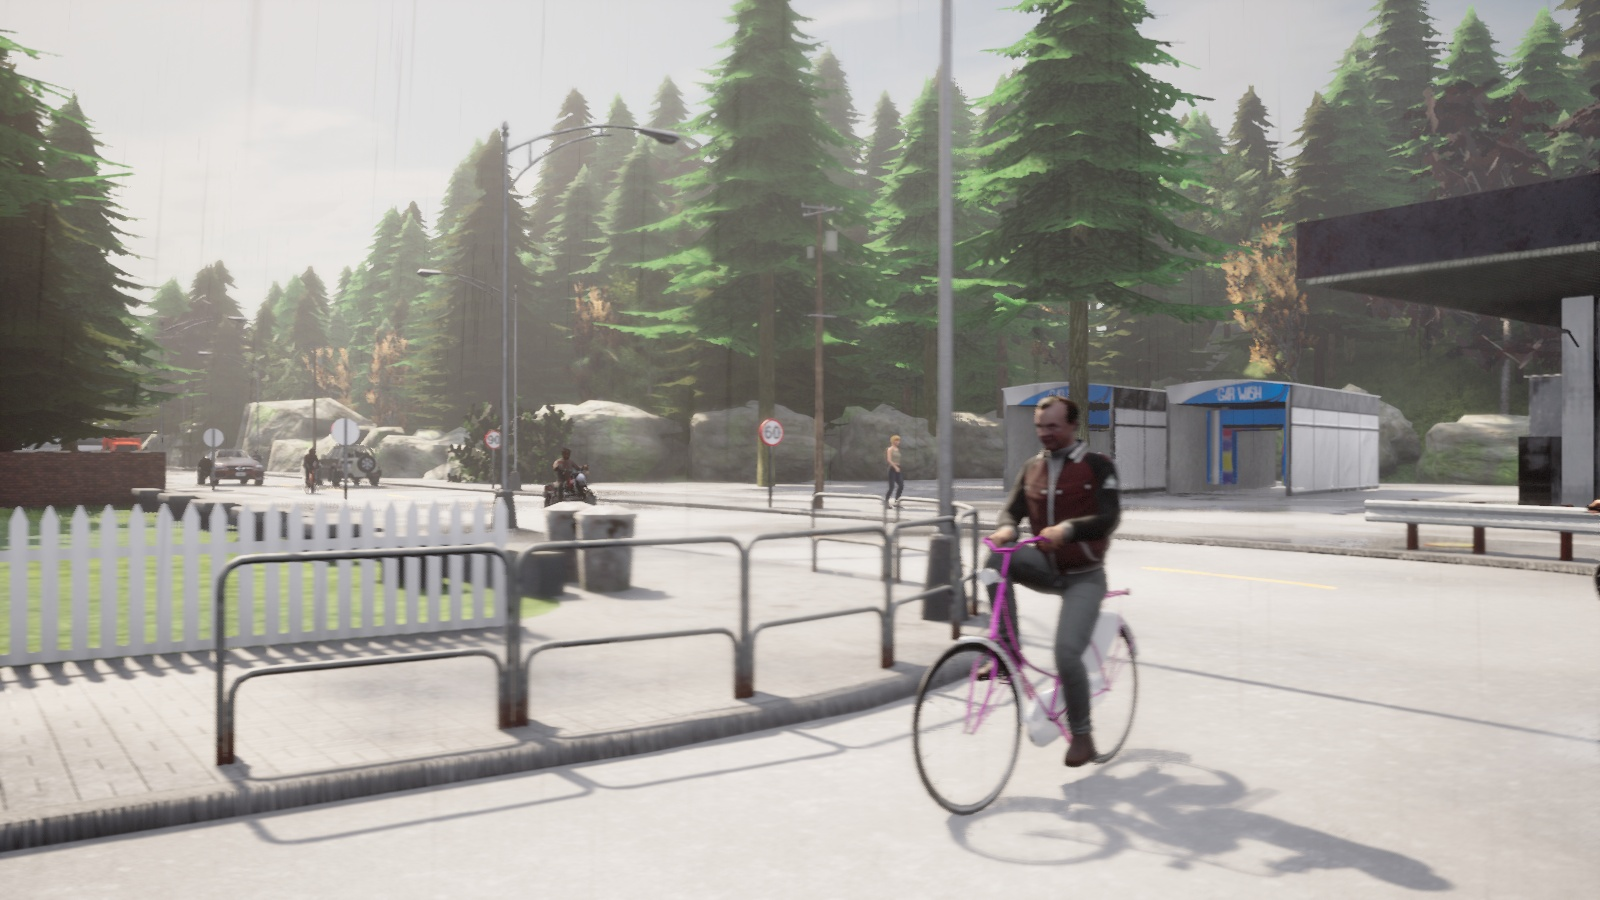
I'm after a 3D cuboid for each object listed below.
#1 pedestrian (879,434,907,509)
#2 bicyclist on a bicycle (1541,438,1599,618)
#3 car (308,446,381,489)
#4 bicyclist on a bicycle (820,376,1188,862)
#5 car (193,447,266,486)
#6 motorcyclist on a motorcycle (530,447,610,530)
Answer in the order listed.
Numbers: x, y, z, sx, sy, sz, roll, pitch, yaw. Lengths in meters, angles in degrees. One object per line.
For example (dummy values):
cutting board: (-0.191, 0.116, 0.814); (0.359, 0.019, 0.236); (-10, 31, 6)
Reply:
pedestrian: (2.287, 0.528, 30.908); (0.594, 1.836, 0.345); (0, 0, 45)
bicyclist on a bicycle: (7.612, 0.696, 11.366); (0.866, 1.612, 1.509); (-2, 0, 0)
car: (-20.269, 0.747, 55.727); (1.932, 1.855, 4.605); (0, 0, -35)
bicyclist on a bicycle: (0.958, 0.628, 5.497); (0.659, 1.776, 1.843); (-2, -2, 42)
car: (-25.834, 0.724, 56.756); (2.152, 1.651, 5.027); (0, 0, -35)
motorcyclist on a motorcycle: (-4.851, 0.773, 26.362); (0.766, 1.649, 2.350); (0, 0, -35)
